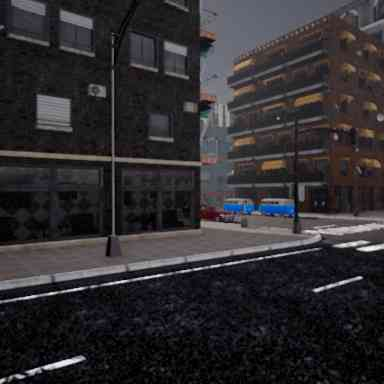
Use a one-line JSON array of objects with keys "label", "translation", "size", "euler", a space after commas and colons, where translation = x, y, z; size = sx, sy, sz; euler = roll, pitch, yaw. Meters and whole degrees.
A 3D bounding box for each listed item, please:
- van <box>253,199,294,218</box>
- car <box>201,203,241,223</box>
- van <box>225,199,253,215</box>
[{"label": "van", "translation": [8.572, 1.602, 33.673], "size": [1.690, 1.788, 3.998], "euler": [-1, 0, -36]}, {"label": "car", "translation": [1.844, 1.874, 28.741], "size": [1.802, 1.307, 4.206], "euler": [-1, 0, -36]}, {"label": "van", "translation": [5.247, 1.676, 38.182], "size": [1.690, 1.788, 3.998], "euler": [-1, 0, -36]}]
